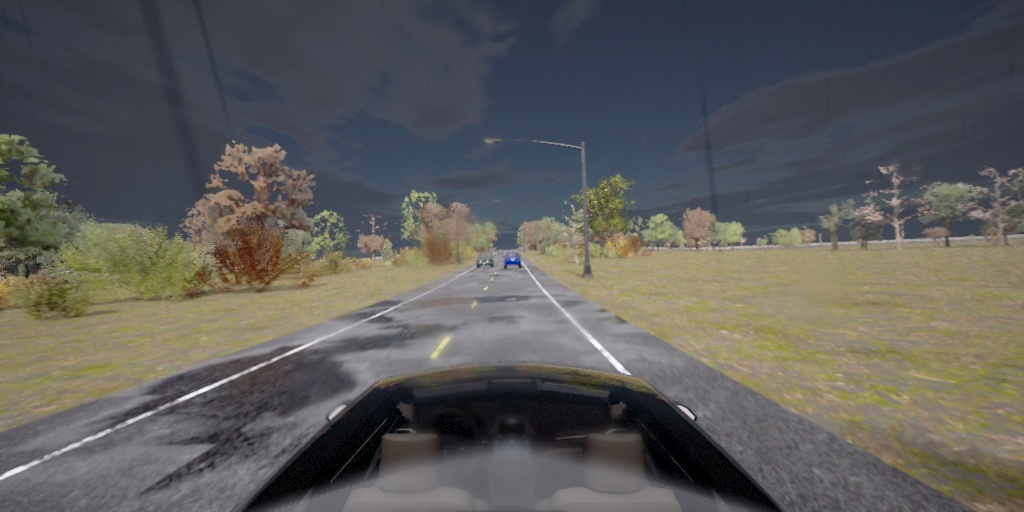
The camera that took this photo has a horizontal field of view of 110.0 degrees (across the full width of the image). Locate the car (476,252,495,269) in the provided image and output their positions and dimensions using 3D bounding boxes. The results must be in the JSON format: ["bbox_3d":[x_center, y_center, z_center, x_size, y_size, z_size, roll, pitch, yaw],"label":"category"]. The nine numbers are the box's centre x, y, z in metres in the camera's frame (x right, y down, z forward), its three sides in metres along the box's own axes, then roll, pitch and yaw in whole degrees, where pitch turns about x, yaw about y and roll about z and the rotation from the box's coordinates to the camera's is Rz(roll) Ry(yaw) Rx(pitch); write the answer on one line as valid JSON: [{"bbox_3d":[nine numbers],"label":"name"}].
[{"bbox_3d":[-3.583,0.551,48.808,2.150,2.045,5.566,-2,2,0],"label":"car"}]

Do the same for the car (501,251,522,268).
[{"bbox_3d":[0.088,0.461,46.641,2.150,2.045,5.566,-2,2,0],"label":"car"}]
